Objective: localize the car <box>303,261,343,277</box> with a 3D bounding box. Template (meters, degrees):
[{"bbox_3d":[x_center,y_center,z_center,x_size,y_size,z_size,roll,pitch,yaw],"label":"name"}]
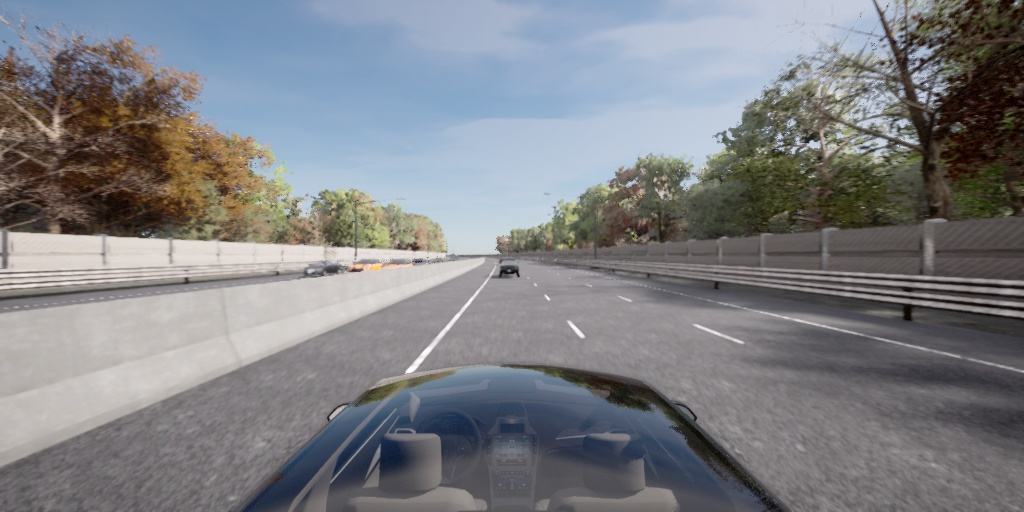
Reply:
[{"bbox_3d":[-17.926,1.194,34.224,2.128,1.511,4.902,0,0,-1],"label":"car"}]

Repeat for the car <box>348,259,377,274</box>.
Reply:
[{"bbox_3d":[-14.455,1.047,35.644,2.097,1.767,4.553,0,0,-1],"label":"car"}]

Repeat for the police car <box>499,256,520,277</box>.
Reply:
[{"bbox_3d":[-0.282,1.103,35.063,1.930,1.638,5.238,0,0,-1],"label":"police car"}]

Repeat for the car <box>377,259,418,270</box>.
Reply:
[{"bbox_3d":[-10.933,1.045,34.576,2.097,1.767,4.553,0,0,-1],"label":"car"}]
